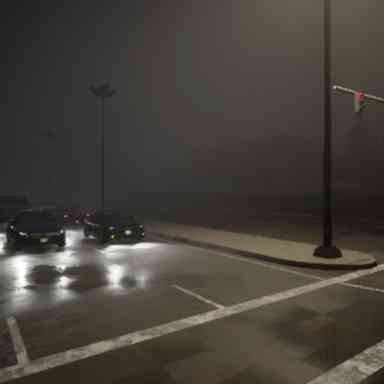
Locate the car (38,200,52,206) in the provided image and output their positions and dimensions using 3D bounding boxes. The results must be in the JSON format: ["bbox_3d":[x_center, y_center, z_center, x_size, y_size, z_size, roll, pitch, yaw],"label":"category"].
[{"bbox_3d":[-14.047,1.530,31.715,1.882,1.535,5.008,0,0,-33],"label":"car"}]

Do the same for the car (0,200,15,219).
[{"bbox_3d":[-17.686,1.558,30.884,1.837,1.490,4.892,0,0,-33],"label":"car"}]

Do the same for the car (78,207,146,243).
[{"bbox_3d":[-3.886,1.590,16.281,1.994,1.385,4.181,0,0,-33],"label":"car"}]

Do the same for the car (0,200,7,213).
[{"bbox_3d":[-23.084,1.632,39.225,1.994,1.385,4.181,0,0,-33],"label":"car"}]

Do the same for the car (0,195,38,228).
[{"bbox_3d":[-12.232,1.260,22.583,2.150,2.045,5.566,0,0,-33],"label":"car"}]

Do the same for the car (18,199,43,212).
[{"bbox_3d":[-19.722,1.615,40.462,2.033,1.411,5.357,0,0,-33],"label":"car"}]

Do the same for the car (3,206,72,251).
[{"bbox_3d":[-6.880,1.550,14.499,1.812,1.442,4.674,0,0,-34],"label":"car"}]

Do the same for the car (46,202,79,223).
[{"bbox_3d":[-8.696,1.639,23.572,1.895,1.301,4.718,0,0,-33],"label":"car"}]
